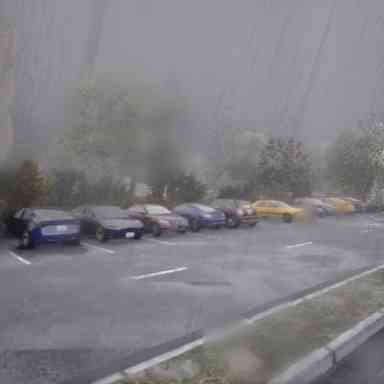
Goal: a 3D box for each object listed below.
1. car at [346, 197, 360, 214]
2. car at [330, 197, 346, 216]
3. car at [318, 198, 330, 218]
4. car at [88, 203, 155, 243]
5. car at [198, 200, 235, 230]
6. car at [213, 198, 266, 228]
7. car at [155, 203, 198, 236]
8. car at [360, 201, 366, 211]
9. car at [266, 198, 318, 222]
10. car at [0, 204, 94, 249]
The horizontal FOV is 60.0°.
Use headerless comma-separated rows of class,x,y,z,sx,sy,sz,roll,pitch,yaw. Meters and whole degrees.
car,12.097,1.257,30.359,2.097,1.535,5.008,0,1,-42
car,10.056,1.273,28.511,2.231,1.521,4.892,0,1,-42
car,8.010,1.317,26.673,2.163,1.488,4.792,0,1,-42
car,-4.158,1.326,15.474,2.163,1.488,4.792,0,1,-42
car,-0.108,1.345,19.212,2.002,1.452,4.674,0,1,-42
car,1.952,1.184,21.053,2.185,1.767,4.553,0,1,-42
car,-2.144,1.342,17.358,2.002,1.452,4.674,0,1,-42
car,14.132,1.240,32.217,2.231,1.521,4.892,-1,1,-42
car,6.117,1.297,24.652,1.946,1.575,5.366,0,1,-42
car,-6.230,1.311,13.660,2.163,1.488,4.792,0,1,-42
